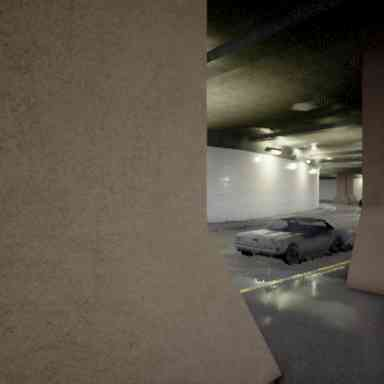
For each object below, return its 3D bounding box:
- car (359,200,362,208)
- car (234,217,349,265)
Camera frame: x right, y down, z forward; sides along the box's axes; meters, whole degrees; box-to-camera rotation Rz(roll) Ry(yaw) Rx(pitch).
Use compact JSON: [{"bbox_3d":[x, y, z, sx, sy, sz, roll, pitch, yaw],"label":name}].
[{"bbox_3d":[24.250,1.556,45.861,1.994,1.385,4.181,0,0,21],"label":"car"},{"bbox_3d":[3.668,1.599,11.902,4.718,1.301,1.895,0,0,-41],"label":"car"}]
